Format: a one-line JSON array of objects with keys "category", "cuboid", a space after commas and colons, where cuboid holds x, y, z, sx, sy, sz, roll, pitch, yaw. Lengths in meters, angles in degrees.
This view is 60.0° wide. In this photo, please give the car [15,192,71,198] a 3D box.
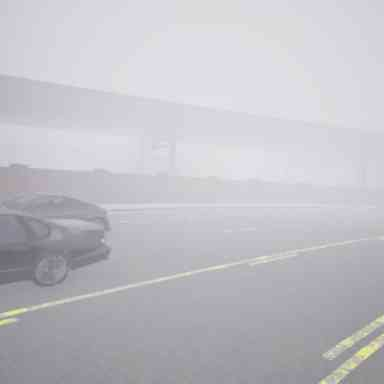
[{"category": "car", "cuboid": [-4.564, 0.712, 9.879, 4.181, 1.385, 1.994, 0, 5, -42]}]

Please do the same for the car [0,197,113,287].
[{"category": "car", "cuboid": [-4.083, 0.970, 5.706, 5.357, 1.411, 2.033, 0, 5, -43]}]
